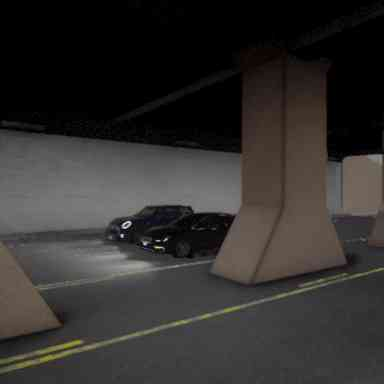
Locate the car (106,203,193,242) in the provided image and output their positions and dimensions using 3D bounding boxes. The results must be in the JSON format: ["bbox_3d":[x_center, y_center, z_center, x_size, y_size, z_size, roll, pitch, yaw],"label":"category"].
[{"bbox_3d":[-1.679,1.390,15.688,4.553,1.767,2.097,0,0,-35],"label":"car"}]

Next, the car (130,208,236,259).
[{"bbox_3d":[0.368,1.543,12.850,4.892,1.490,1.837,0,0,-35],"label":"car"}]
